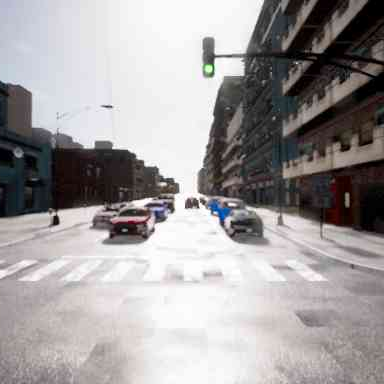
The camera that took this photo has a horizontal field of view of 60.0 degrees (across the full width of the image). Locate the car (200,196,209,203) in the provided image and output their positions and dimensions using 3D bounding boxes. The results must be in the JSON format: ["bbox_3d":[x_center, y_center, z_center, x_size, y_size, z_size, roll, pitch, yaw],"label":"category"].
[{"bbox_3d":[2.708,1.625,73.635,1.887,1.381,4.507,1,0,0],"label":"car"}]

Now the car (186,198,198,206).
[{"bbox_3d":[0.003,1.674,57.765,1.895,1.301,4.718,0,0,0],"label":"car"}]

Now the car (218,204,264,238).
[{"bbox_3d":[2.702,1.580,17.827,2.008,1.369,4.403,1,0,0],"label":"car"}]

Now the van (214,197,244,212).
[{"bbox_3d":[2.706,1.378,23.407,1.690,1.788,3.998,1,0,0],"label":"van"}]

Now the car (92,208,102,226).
[{"bbox_3d":[-5.678,1.619,23.372,1.802,1.307,4.206,1,0,0],"label":"car"}]

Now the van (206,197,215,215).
[{"bbox_3d":[2.707,1.393,34.570,1.690,1.788,3.998,1,0,0],"label":"van"}]

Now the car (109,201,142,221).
[{"bbox_3d":[-5.677,1.590,28.953,1.887,1.381,4.507,1,0,0],"label":"car"}]

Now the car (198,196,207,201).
[{"bbox_3d":[2.709,1.634,84.796,2.008,1.369,4.403,1,0,0],"label":"car"}]

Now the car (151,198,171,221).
[{"bbox_3d":[-3.085,1.521,27.795,1.882,1.535,5.008,0,0,0],"label":"car"}]

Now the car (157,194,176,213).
[{"bbox_3d":[-3.082,1.278,38.480,2.150,2.045,5.566,0,0,0],"label":"car"}]

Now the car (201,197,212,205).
[{"bbox_3d":[2.707,1.642,62.473,1.947,1.339,4.313,1,0,0],"label":"car"}]

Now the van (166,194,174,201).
[{"bbox_3d":[-5.668,1.425,84.755,1.690,1.788,3.998,1,0,0],"label":"van"}]

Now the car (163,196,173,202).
[{"bbox_3d":[-5.672,1.648,79.174,1.947,1.339,4.313,1,0,0],"label":"car"}]

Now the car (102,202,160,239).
[{"bbox_3d":[-3.088,1.507,17.882,1.882,1.535,5.008,0,0,0],"label":"car"}]

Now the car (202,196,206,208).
[{"bbox_3d":[2.705,1.590,45.900,1.752,1.417,4.829,1,0,0],"label":"car"}]

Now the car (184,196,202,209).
[{"bbox_3d":[0.003,1.418,47.699,2.097,1.767,4.553,0,0,0],"label":"car"}]
